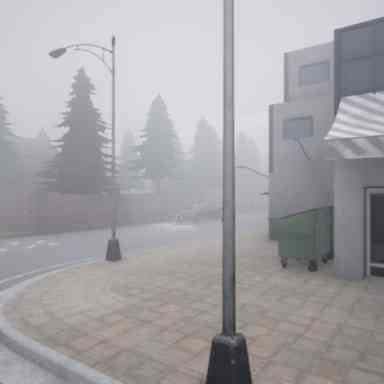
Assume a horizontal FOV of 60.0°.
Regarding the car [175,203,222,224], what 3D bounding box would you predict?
[{"bbox_3d":[0.639,1.694,26.884,1.837,1.490,4.892,0,0,37],"label":"car"}]
